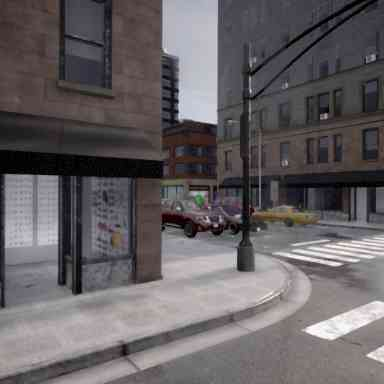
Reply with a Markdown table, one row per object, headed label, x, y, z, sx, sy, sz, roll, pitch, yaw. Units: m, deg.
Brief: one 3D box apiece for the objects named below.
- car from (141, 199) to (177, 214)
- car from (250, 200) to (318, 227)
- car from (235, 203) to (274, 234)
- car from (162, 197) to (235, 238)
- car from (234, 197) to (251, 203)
| label | x | y | z | sx | sy | sz | roll | pitch | yaw |
| --- | --- | --- | --- | --- | --- | --- | --- | --- | --- |
| car | -3.685 | 1.530 | 36.431 | 1.887 | 1.381 | 4.507 | 0 | 0 | -36 |
| car | 6.115 | 1.529 | 22.703 | 1.752 | 1.417 | 4.829 | 0 | 0 | -36 |
| car | 1.796 | 1.528 | 19.250 | 2.033 | 1.411 | 5.357 | 0 | 0 | -38 |
| car | -0.322 | 1.285 | 17.909 | 2.192 | 1.841 | 5.009 | 0 | 0 | -36 |
| car | 2.915 | 1.313 | 27.187 | 2.192 | 1.841 | 5.009 | 0 | 0 | -36 |
